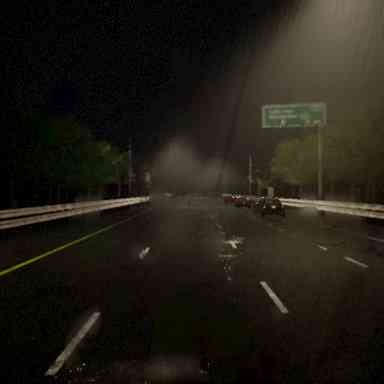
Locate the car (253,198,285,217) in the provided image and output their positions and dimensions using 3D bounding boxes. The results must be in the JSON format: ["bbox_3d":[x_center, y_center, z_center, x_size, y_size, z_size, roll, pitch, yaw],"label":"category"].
[{"bbox_3d":[7.033,1.337,30.746,2.097,1.767,4.553,0,0,0],"label":"car"}]

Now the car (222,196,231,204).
[{"bbox_3d":[7.094,1.489,64.952,1.812,1.442,4.674,0,0,0],"label":"car"}]

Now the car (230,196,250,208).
[{"bbox_3d":[7.063,1.540,47.428,1.994,1.385,4.181,0,0,0],"label":"car"}]
